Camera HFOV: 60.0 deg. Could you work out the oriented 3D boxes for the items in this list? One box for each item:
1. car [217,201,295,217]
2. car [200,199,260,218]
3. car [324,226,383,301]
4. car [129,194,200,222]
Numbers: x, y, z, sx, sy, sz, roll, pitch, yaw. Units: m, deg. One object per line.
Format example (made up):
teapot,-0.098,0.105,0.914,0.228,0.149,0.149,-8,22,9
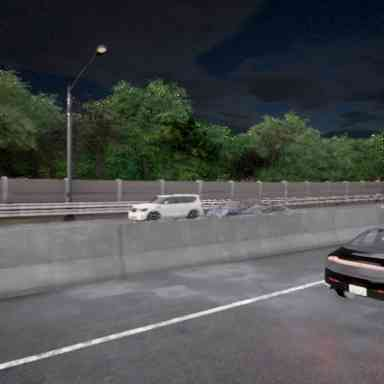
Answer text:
car,4.135,1.478,19.700,4.892,1.490,1.837,0,0,-35
car,3.179,1.317,23.292,4.553,1.767,2.097,0,0,-35
car,4.858,1.485,7.157,4.902,1.511,2.128,0,0,-35
car,-1.712,1.198,24.164,5.566,2.045,2.150,0,0,-35
